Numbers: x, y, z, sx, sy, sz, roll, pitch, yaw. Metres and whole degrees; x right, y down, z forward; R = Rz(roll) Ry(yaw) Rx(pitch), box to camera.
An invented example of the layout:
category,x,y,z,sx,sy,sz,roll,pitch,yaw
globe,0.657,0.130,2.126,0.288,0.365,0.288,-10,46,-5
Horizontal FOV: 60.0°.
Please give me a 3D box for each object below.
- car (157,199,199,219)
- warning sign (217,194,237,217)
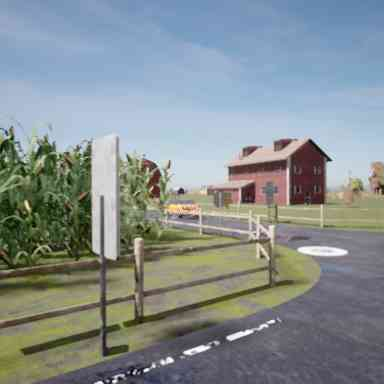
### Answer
category,x,y,z,sx,sy,sz,roll,pitch,yaw
car,-1.325,1.372,29.936,2.097,1.767,4.553,0,0,-35
warning sign,2.973,1.115,27.949,1.300,1.860,1.060,0,0,-35
